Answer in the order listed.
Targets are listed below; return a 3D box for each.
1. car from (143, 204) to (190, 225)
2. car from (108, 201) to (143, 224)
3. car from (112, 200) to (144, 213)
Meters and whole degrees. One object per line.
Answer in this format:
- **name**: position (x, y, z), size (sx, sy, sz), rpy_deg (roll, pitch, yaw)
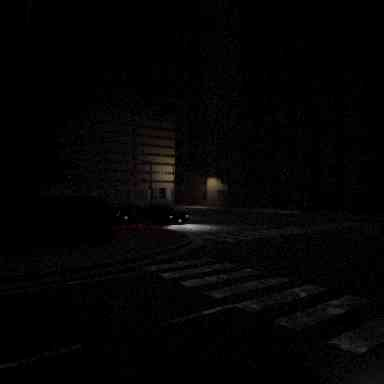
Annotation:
- **car**: position (-2.359, 1.603, 25.126), size (2.033, 1.411, 5.357), rpy_deg (0, 0, -35)
- **car**: position (-5.359, 1.499, 24.170), size (1.812, 1.442, 4.674), rpy_deg (4, -2, -26)
- **car**: position (-7.444, 1.656, 38.318), size (1.895, 1.301, 4.718), rpy_deg (0, 0, -35)
